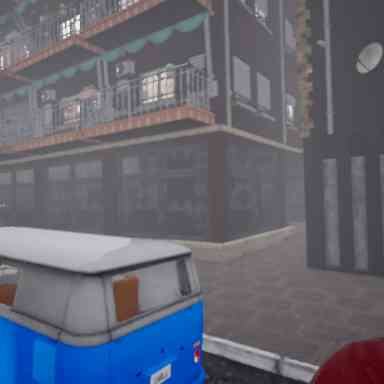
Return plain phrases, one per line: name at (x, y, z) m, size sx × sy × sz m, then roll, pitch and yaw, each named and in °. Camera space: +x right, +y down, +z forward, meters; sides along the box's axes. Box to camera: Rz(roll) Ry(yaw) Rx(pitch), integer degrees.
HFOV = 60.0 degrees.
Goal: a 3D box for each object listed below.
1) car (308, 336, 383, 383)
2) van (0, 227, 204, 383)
car at (2.735, 1.296, 0.766) m, size 5.009 × 1.841 × 2.192 m, roll -1°, pitch -2°, yaw 35°
van at (-1.779, 1.379, 3.961) m, size 3.998 × 1.788 × 1.690 m, roll -1°, pitch -2°, yaw 35°
